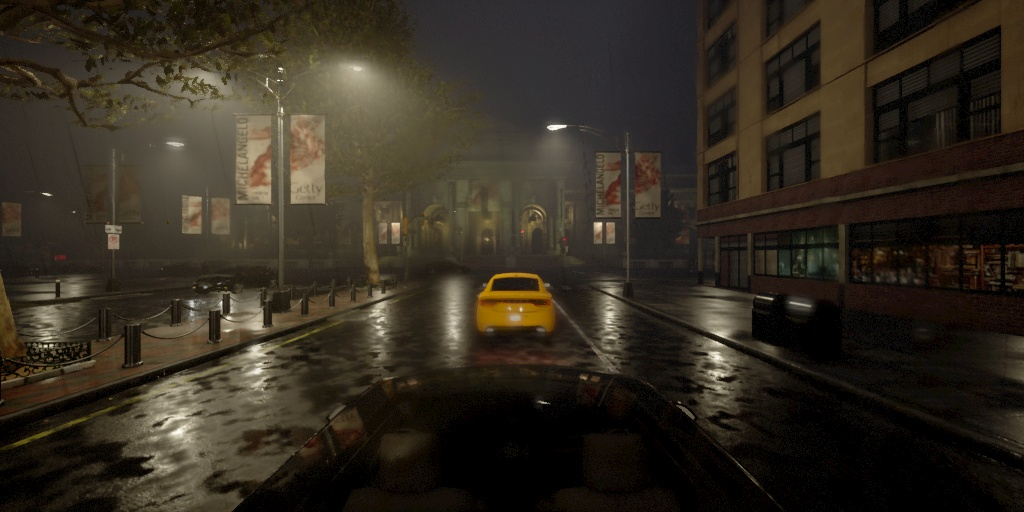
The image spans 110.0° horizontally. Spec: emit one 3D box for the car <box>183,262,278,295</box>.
[{"bbox_3d":[-15.009,1.255,19.824,1.837,1.490,4.892,1,0,-3],"label":"car"}]

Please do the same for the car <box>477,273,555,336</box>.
[{"bbox_3d":[0.122,1.228,10.431,1.882,1.535,5.008,0,0,1],"label":"car"}]

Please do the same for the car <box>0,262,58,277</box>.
[{"bbox_3d":[-47.834,1.314,34.918,4.181,1.385,1.994,0,0,-1],"label":"car"}]

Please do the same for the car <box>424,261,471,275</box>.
[{"bbox_3d":[-6.821,1.255,38.025,4.892,1.490,1.837,0,0,1],"label":"car"}]

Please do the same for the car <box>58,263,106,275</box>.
[{"bbox_3d":[-46.722,1.351,38.438,4.718,1.301,1.895,0,0,0],"label":"car"}]

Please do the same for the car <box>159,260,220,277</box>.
[{"bbox_3d":[-31.523,1.314,34.816,4.181,1.385,1.994,0,0,1],"label":"car"}]
